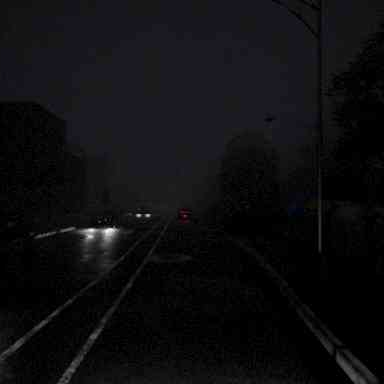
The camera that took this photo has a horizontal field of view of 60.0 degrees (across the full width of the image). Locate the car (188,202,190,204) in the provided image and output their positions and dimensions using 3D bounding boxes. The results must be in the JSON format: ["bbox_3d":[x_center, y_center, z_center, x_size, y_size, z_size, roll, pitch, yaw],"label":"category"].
[{"bbox_3d":[2.120,3.859,85.583,4.674,1.452,2.002,1,-2,-25],"label":"car"}]

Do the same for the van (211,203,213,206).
[{"bbox_3d":[4.695,2.210,35.311,4.442,1.987,1.878,2,-2,-22],"label":"van"}]

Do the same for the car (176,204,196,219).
[{"bbox_3d":[-0.877,2.682,42.506,1.837,1.490,4.892,0,-2,-2],"label":"car"}]

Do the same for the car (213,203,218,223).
[{"bbox_3d":[4.887,1.890,26.377,5.566,2.045,2.435,2,-2,-22],"label":"car"}]

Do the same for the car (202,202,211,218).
[{"bbox_3d":[4.512,2.277,38.232,5.566,2.045,2.435,2,-2,-22],"label":"car"}]

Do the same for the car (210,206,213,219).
[{"bbox_3d":[4.641,2.231,29.258,5.366,1.575,1.946,2,-2,-22],"label":"car"}]

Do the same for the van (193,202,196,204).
[{"bbox_3d":[3.235,3.237,70.865,4.442,1.987,1.878,1,-2,-23],"label":"van"}]

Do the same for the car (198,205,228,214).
[{"bbox_3d":[3.724,3.146,58.940,4.892,1.521,2.231,1,-1,-23],"label":"car"}]

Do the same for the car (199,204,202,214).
[{"bbox_3d":[4.078,2.920,50.056,4.792,1.488,2.163,1,-2,-22],"label":"car"}]

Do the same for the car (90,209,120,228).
[{"bbox_3d":[-7.541,2.258,29.134,1.837,1.490,4.892,0,-2,-2],"label":"car"}]

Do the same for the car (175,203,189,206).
[{"bbox_3d":[-1.863,3.383,64.824,1.994,1.385,4.181,0,-2,-3],"label":"car"}]

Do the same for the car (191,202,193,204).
[{"bbox_3d":[2.943,3.535,73.774,5.008,1.535,2.097,1,-2,-24],"label":"car"}]

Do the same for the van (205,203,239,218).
[{"bbox_3d":[4.266,2.578,47.141,4.442,1.987,1.878,1,-2,-22],"label":"van"}]

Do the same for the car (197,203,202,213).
[{"bbox_3d":[4.120,2.978,53.074,5.366,1.575,1.946,1,-2,-22],"label":"car"}]

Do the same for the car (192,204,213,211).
[{"bbox_3d":[2.550,3.720,79.698,4.674,1.452,2.002,1,-2,-24],"label":"car"}]

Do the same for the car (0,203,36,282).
[{"bbox_3d":[-5.913,1.334,9.102,2.150,2.045,5.566,0,-1,-13],"label":"car"}]

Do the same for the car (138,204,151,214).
[{"bbox_3d":[-8.589,3.053,60.378,2.097,1.767,4.553,0,-1,-3],"label":"car"}]

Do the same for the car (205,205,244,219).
[{"bbox_3d":[4.297,2.587,44.140,4.553,1.767,2.185,1,-2,-22],"label":"car"}]

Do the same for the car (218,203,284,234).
[{"bbox_3d":[5.040,1.794,23.454,5.566,2.045,2.435,2,-2,-22],"label":"car"}]

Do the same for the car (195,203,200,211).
[{"bbox_3d":[3.666,3.054,55.900,5.366,1.575,1.946,1,-1,-22],"label":"car"}]
